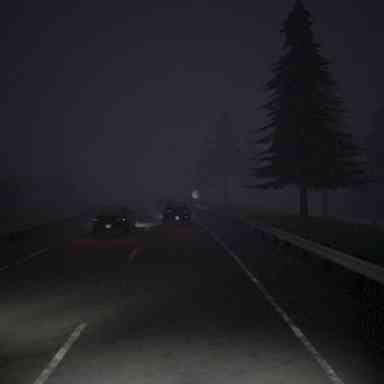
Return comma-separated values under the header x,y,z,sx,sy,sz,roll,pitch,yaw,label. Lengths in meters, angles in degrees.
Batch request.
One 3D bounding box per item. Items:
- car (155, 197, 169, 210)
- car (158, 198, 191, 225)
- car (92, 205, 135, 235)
x,y,z,sx,sy,sz,roll,pitch,yaw,label
-3.500,1.315,40.998,1.882,1.535,5.008,0,0,-9,car
-1.122,1.399,23.032,2.128,1.511,4.902,0,0,-5,car
-4.212,1.456,18.329,1.812,1.442,4.674,0,0,-4,car
